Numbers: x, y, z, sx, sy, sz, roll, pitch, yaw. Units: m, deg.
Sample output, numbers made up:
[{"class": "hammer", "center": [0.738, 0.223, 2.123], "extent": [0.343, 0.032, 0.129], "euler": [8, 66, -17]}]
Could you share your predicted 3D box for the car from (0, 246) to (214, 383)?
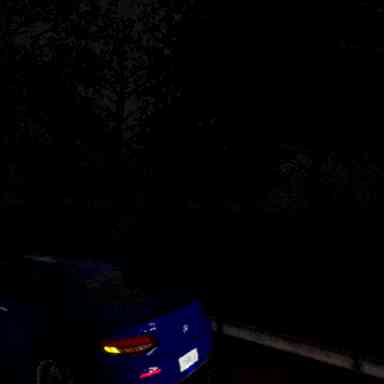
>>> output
[{"class": "car", "center": [-1.905, 1.528, 4.725], "extent": [4.674, 1.442, 1.812], "euler": [0, 0, 35]}]
